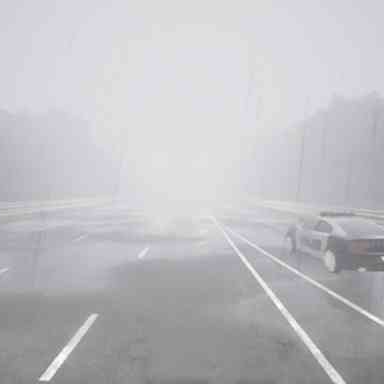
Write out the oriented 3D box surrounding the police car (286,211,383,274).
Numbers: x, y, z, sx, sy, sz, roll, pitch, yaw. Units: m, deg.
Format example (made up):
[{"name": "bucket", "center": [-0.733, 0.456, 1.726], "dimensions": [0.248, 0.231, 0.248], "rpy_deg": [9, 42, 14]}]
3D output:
[{"name": "police car", "center": [4.643, 1.460, 10.866], "dimensions": [1.930, 1.638, 5.238], "rpy_deg": [1, 0, -5]}]
